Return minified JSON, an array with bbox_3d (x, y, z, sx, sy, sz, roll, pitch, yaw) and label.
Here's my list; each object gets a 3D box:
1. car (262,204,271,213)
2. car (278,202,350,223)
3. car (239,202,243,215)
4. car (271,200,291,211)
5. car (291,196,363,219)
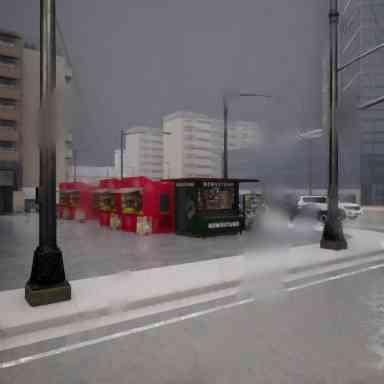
[{"bbox_3d":[5.953,1.789,37.708,2.033,1.411,5.357,0,-1,-36],"label":"car"},{"bbox_3d":[9.649,1.707,26.689,1.895,1.301,4.718,0,-1,-37],"label":"car"},{"bbox_3d":[3.965,1.769,34.484,2.033,1.411,5.357,0,-1,-37],"label":"car"},{"bbox_3d":[11.491,1.752,42.334,1.837,1.490,4.892,0,-1,-36],"label":"car"},{"bbox_3d":[11.977,1.339,29.419,2.150,2.045,5.566,0,-1,-36],"label":"car"}]
